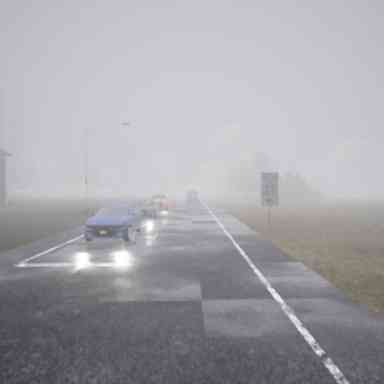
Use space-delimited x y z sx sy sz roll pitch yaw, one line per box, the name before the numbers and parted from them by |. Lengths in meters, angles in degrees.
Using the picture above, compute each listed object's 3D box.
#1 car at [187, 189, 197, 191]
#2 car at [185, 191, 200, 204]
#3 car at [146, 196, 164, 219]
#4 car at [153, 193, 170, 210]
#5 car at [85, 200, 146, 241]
car | 0.035 0.559 58.197 2.150 2.045 5.566 0 1 0
car | 0.114 1.013 47.549 2.033 1.411 5.357 0 1 0
car | -3.582 1.304 25.797 1.994 1.385 4.181 0 1 0
car | -3.525 0.977 35.819 2.097 1.767 4.553 0 1 1
car | -3.597 1.328 15.903 1.882 1.535 5.008 0 1 0
